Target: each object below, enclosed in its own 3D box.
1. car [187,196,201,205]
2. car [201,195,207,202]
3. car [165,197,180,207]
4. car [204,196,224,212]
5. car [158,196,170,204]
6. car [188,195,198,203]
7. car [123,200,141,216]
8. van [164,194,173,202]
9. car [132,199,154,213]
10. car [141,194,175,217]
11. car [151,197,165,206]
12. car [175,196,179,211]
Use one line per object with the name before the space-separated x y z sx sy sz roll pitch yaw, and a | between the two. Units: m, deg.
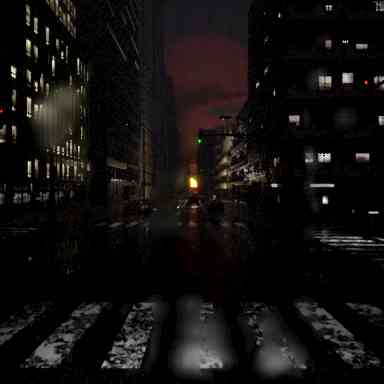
car | 0.221 1.476 57.887 1.882 1.535 5.008 0 0 0
car | 2.825 1.439 72.517 1.967 1.590 4.097 -1 0 0
car | -2.981 1.546 52.105 2.033 1.411 5.357 0 0 0
car | 2.755 1.549 38.589 2.008 1.369 4.403 -1 0 0
car | -5.565 1.544 66.879 1.887 1.381 4.507 -1 0 0
car | 0.207 1.476 70.766 1.882 1.535 5.008 0 0 0
car | -5.637 1.524 32.782 1.752 1.417 4.829 -1 0 0
van | -5.544 1.340 78.188 1.690 1.788 3.998 -1 0 0
car | -5.624 1.564 38.606 1.947 1.339 4.313 -1 0 0
car | -3.040 1.220 31.082 2.150 2.045 5.566 0 0 0
car | -5.589 1.543 55.569 1.887 1.381 4.507 -1 0 0
car | -3.009 1.220 41.561 2.150 2.045 5.566 0 0 0
